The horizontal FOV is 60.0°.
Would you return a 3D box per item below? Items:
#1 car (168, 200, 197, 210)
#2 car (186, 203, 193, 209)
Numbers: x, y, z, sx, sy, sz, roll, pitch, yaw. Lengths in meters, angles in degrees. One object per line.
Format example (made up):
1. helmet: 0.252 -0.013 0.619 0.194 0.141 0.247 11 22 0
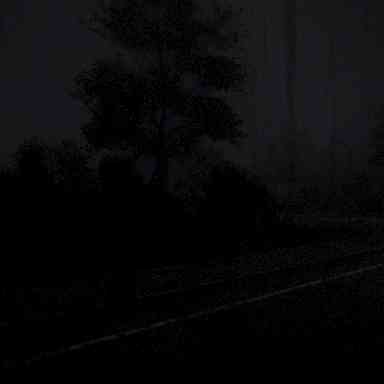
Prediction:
1. car: -1.518 2.100 53.408 4.674 1.442 1.812 -1 -1 40
2. car: -2.781 2.095 49.895 5.357 1.411 2.033 -2 -1 41
